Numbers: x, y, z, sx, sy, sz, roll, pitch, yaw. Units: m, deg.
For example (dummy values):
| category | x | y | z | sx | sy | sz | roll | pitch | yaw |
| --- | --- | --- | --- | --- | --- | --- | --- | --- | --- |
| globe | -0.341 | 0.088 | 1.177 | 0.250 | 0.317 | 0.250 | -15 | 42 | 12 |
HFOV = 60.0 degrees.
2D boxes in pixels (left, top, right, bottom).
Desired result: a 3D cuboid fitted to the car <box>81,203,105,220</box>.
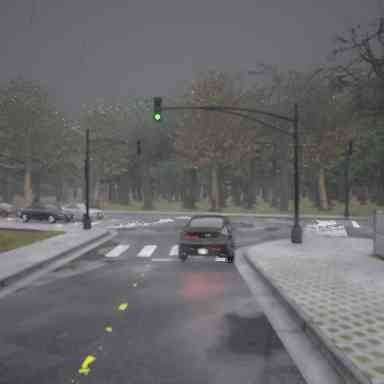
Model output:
| category | x | y | z | sx | sy | sz | roll | pitch | yaw |
| --- | --- | --- | --- | --- | --- | --- | --- | --- | --- |
| car | -10.000 | 1.748 | 29.693 | 4.674 | 1.442 | 1.812 | 0 | -1 | 25 |

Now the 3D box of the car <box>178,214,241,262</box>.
| category | x | y | z | sx | sy | sz | roll | pitch | yaw |
| --- | --- | --- | --- | --- | --- | --- | --- | --- | --- |
| car | 0.752 | 1.599 | 12.634 | 1.837 | 1.490 | 4.892 | -1 | 0 | 10 |

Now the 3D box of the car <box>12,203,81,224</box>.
| category | x | y | z | sx | sy | sz | roll | pitch | yaw |
| --- | --- | --- | --- | --- | --- | --- | --- | --- | --- |
| car | -11.786 | 1.696 | 26.921 | 4.892 | 1.490 | 1.837 | 0 | -1 | 23 |

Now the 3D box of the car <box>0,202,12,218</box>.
| category | x | y | z | sx | sy | sz | roll | pitch | yaw |
| --- | --- | --- | --- | --- | --- | --- | --- | --- | --- |
| car | -19.224 | 1.788 | 33.657 | 4.674 | 1.442 | 1.812 | 0 | -1 | 24 |
